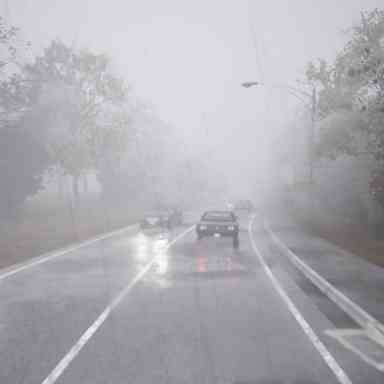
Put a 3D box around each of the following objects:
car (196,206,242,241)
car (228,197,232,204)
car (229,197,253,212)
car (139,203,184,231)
[{"bbox_3d":[1.375,1.587,16.651,1.895,1.301,4.718,1,0,7],"label":"car"},{"bbox_3d":[7.803,1.537,61.479,1.895,1.301,4.718,1,0,12],"label":"car"},{"bbox_3d":[5.964,1.549,38.382,2.033,1.411,5.357,1,0,15],"label":"car"},{"bbox_3d":[-1.756,1.419,20.450,2.128,1.511,4.902,1,0,9],"label":"car"}]
